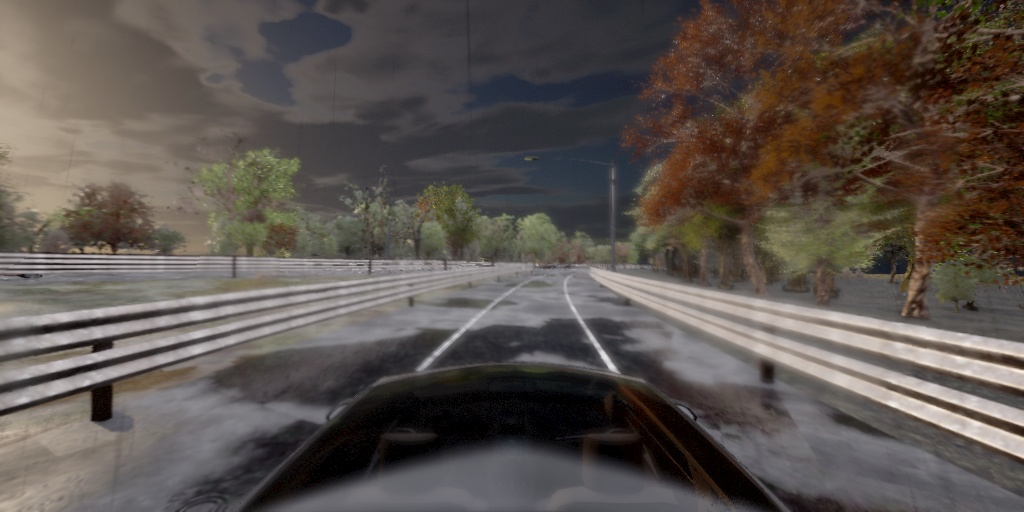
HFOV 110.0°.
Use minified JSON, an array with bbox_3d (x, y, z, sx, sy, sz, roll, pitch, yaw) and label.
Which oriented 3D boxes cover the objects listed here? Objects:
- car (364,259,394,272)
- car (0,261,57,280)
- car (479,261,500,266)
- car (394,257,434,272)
[{"bbox_3d":[-15.608,1.095,43.712,1.837,1.490,4.892,0,-2,29],"label":"car"},{"bbox_3d":[-26.021,0.452,17.815,1.994,1.385,4.181,0,-2,29],"label":"car"},{"bbox_3d":[-4.029,1.714,64.767,1.882,1.535,5.008,0,-2,29],"label":"car"},{"bbox_3d":[-11.600,1.009,43.729,2.097,1.767,4.553,0,-1,29],"label":"car"}]
